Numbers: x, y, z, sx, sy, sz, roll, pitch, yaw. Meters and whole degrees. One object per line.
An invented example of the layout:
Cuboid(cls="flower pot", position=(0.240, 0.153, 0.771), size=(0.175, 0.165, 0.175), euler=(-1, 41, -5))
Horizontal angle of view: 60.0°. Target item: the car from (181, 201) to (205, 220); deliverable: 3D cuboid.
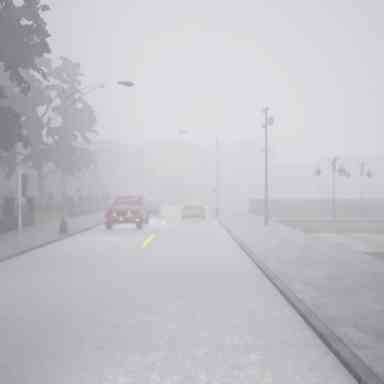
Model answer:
Cuboid(cls="car", position=(0.109, 1.455, 27.948), size=(1.882, 1.535, 5.008), euler=(0, 0, 0))

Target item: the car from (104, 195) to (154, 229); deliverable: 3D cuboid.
Cuboid(cls="car", position=(-4.096, 1.204, 21.923), size=(2.150, 2.045, 5.566), euler=(0, 0, 0))

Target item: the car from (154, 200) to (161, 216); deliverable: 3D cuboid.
Cuboid(cls="car", position=(-4.057, 1.465, 32.004), size=(2.128, 1.511, 4.902), euler=(0, 0, 0))
